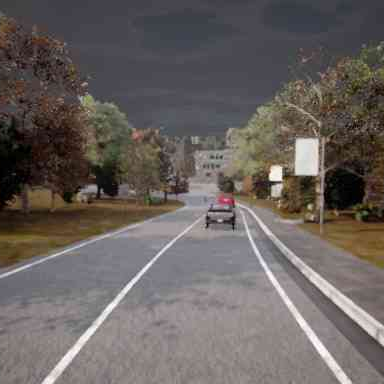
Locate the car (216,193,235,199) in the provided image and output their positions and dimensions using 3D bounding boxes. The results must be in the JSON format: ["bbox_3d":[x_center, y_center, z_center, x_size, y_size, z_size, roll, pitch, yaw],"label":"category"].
[{"bbox_3d":[4.285,1.147,42.697,2.150,2.045,5.566,1,0,4],"label":"car"}]

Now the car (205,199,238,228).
[{"bbox_3d":[1.934,1.463,21.887,2.128,1.511,4.902,1,0,7],"label":"car"}]
